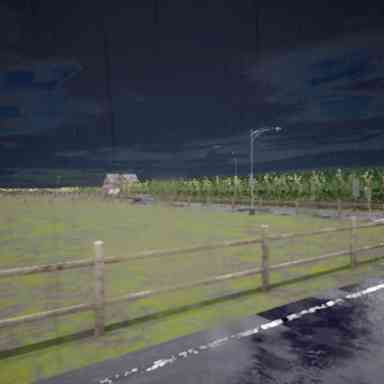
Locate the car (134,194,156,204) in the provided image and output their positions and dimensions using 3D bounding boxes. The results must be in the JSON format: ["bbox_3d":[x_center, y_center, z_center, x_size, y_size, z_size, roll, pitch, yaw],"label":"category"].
[{"bbox_3d":[-7.352,1.038,52.118,2.128,1.511,4.902,-2,1,-35],"label":"car"}]
